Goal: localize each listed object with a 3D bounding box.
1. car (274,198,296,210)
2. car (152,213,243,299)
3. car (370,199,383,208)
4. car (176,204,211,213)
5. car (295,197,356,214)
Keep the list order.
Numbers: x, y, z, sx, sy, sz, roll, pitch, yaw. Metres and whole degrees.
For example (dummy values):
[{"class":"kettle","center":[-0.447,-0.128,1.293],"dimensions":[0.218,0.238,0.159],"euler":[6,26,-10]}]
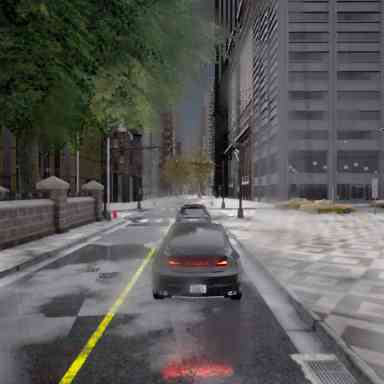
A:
[{"class":"car","center":[12.095,1.329,39.022],"dimensions":[4.829,1.417,1.752],"euler":[-1,1,0]},{"class":"car","center":[0.111,1.508,8.435],"dimensions":[1.837,1.490,4.892],"euler":[0,0,0]},{"class":"car","center":[23.436,1.144,38.962],"dimensions":[4.829,1.417,1.752],"euler":[-1,1,0]},{"class":"car","center":[0.094,1.440,18.565],"dimensions":[2.033,1.649,4.856],"euler":[0,0,0]},{"class":"car","center":[12.399,1.341,30.496],"dimensions":[4.829,1.417,1.752],"euler":[-1,1,0]}]
